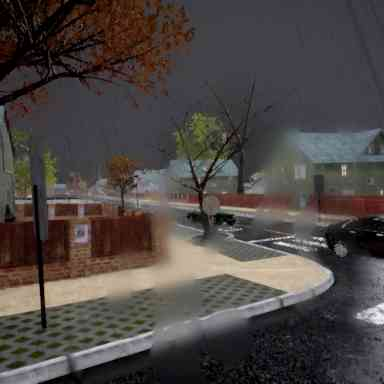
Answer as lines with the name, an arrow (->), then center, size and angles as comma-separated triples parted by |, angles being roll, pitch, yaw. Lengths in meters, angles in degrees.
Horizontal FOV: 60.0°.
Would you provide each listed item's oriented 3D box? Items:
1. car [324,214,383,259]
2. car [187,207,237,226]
car -> 6.716, 1.539, 10.999 | 1.837, 1.490, 4.892 | -2, 0, -27
car -> 1.274, 1.718, 23.407 | 1.895, 1.301, 4.718 | -3, 1, -22
